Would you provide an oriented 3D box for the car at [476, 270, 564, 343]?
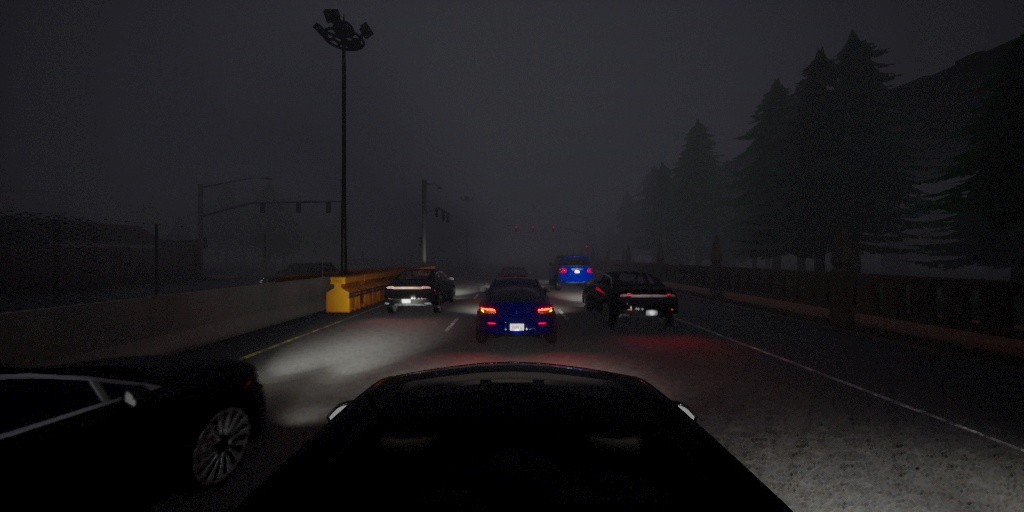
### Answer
[{"bbox_3d":[0.093,1.276,9.568,1.812,1.442,4.674,0,0,0],"label":"car"}]

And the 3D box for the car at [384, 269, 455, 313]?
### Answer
[{"bbox_3d":[-3.402,1.242,13.970,2.128,1.511,4.902,0,0,0],"label":"car"}]

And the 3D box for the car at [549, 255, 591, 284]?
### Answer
[{"bbox_3d":[3.596,0.972,22.475,2.150,2.045,5.566,0,0,0],"label":"car"}]

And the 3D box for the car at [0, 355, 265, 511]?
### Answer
[{"bbox_3d":[-3.403,1.242,1.635,2.128,1.511,4.902,0,0,0],"label":"car"}]

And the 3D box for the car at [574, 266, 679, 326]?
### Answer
[{"bbox_3d":[3.599,1.242,11.657,2.128,1.511,4.902,0,0,0],"label":"car"}]

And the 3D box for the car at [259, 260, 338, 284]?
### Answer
[{"bbox_3d":[-10.581,1.102,18.271,2.097,1.767,4.553,0,0,0],"label":"car"}]

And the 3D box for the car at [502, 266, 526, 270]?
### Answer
[{"bbox_3d":[0.097,1.276,19.464,1.812,1.442,4.674,0,0,0],"label":"car"}]
